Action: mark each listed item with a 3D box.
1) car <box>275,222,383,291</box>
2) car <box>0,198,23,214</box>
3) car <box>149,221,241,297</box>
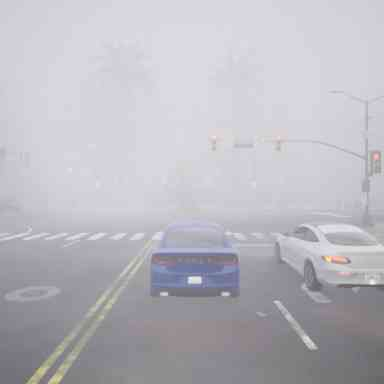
[{"bbox_3d":[3.566,1.526,8.878,1.812,1.442,4.674,0,0,0],"label":"car"},{"bbox_3d":[-19.963,1.352,34.134,4.553,1.767,2.097,0,0,0],"label":"car"},{"bbox_3d":[0.065,1.478,8.628,1.882,1.535,5.008,0,0,0],"label":"car"}]
